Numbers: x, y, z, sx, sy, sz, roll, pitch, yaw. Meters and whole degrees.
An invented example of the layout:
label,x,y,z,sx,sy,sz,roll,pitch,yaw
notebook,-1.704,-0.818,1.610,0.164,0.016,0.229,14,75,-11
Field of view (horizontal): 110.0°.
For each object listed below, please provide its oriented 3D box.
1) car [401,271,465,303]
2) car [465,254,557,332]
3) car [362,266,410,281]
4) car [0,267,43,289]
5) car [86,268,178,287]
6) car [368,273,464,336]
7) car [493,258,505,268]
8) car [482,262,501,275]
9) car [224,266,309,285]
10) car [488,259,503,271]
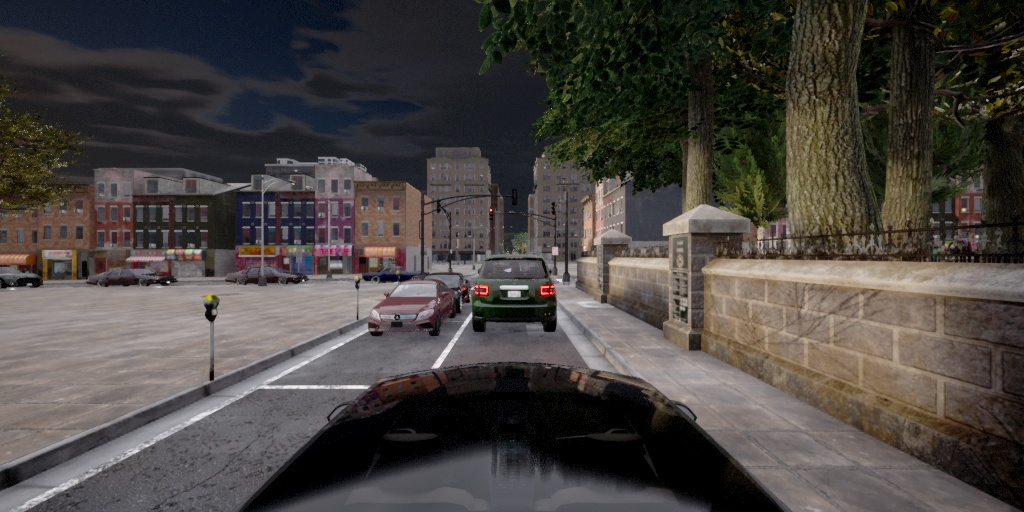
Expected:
label,x,y,z,sx,sy,sz,roll,pitch,yaw
car,-2.629,1.315,13.958,1.948,1.339,4.313,0,0,0
car,0.082,0.971,10.973,2.150,2.045,5.566,0,0,1
car,-8.539,1.425,26.881,4.718,1.301,1.895,-1,0,0
car,-38.333,1.597,26.821,4.553,1.767,2.097,-1,0,0
car,-28.374,1.623,26.828,5.357,1.411,2.033,-1,0,0
car,-2.632,1.331,10.295,1.802,1.307,4.207,0,0,0
car,-2.240,1.213,61.599,1.882,1.535,5.008,0,0,0
car,-2.252,1.342,40.744,1.895,1.301,4.718,0,0,0
car,-18.300,1.482,26.855,5.357,1.411,2.033,-1,0,0
car,-2.258,1.216,51.157,1.882,1.535,5.008,0,0,0
